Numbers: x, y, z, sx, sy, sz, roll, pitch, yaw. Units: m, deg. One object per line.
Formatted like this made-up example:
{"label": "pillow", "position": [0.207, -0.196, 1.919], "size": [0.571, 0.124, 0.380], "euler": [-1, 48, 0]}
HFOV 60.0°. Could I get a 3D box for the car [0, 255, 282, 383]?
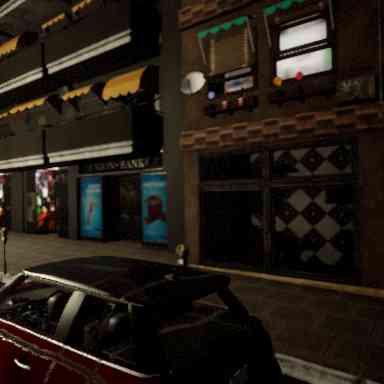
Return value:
{"label": "car", "position": [-1.225, 1.434, 3.627], "size": [4.097, 1.590, 1.967], "euler": [0, -1, 36]}
